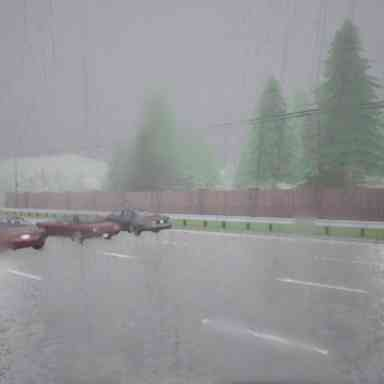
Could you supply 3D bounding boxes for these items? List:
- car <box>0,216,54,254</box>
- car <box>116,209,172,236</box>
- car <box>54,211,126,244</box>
[{"bbox_3d":[-7.995,1.698,13.883,4.181,1.385,1.994,-1,0,36],"label":"car"},{"bbox_3d":[-3.662,1.678,19.385,5.357,1.411,2.033,-1,0,36],"label":"car"},{"bbox_3d":[-5.791,1.733,16.605,4.718,1.301,1.895,-1,0,36],"label":"car"}]
